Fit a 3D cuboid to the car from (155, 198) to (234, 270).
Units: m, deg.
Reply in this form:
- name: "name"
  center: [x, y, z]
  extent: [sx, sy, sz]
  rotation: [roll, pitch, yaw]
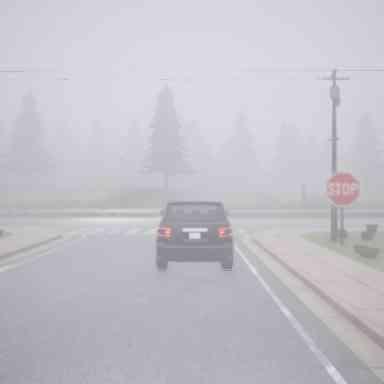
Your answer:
- name: "car"
  center: [0.085, 1.190, 10.994]
  extent: [2.150, 2.045, 5.566]
  rotation: [0, 0, 0]
